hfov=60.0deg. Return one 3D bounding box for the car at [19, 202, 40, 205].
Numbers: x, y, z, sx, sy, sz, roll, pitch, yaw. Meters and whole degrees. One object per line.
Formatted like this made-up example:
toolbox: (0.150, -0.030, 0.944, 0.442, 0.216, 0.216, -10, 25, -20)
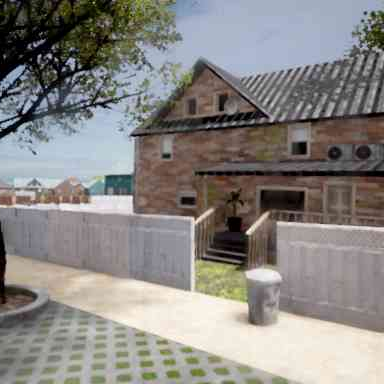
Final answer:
car: (-15.108, 1.633, 30.634, 1.994, 1.385, 4.181, 3, 1, 45)
